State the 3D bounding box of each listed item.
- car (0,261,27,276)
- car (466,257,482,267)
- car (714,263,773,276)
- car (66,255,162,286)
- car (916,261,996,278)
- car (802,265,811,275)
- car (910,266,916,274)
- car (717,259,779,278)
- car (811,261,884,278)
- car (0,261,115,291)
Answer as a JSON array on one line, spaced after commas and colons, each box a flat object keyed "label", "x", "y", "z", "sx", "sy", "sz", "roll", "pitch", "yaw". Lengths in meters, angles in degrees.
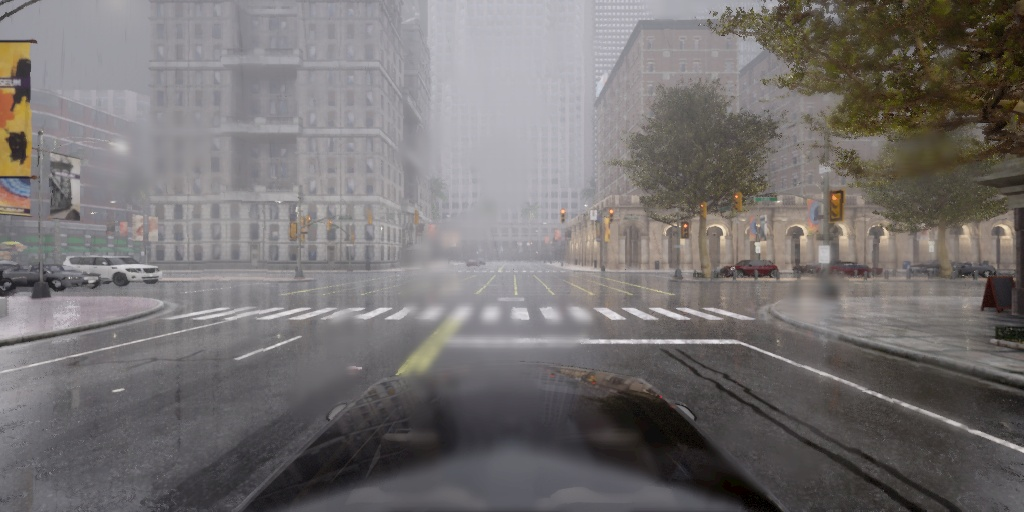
[{"label": "car", "x": -52.533, "y": 1.249, "z": 36.915, "sx": 4.892, "sy": 1.490, "sz": 1.837, "roll": 0, "pitch": 0, "yaw": 20}, {"label": "car", "x": -7.074, "y": 1.217, "z": 64.407, "sx": 1.882, "sy": 1.535, "sz": 5.008, "roll": 0, "pitch": 0, "yaw": 1}, {"label": "car", "x": 23.159, "y": 1.345, "z": 35.951, "sx": 4.718, "sy": 1.301, "sz": 1.895, "roll": 0, "pitch": 0, "yaw": 0}, {"label": "car", "x": -27.379, "y": 0.968, "z": 24.541, "sx": 5.566, "sy": 2.045, "sz": 2.150, "roll": 0, "pitch": 0, "yaw": 2}, {"label": "car", "x": 40.372, "y": 1.236, "z": 32.352, "sx": 4.902, "sy": 1.511, "sz": 2.128, "roll": 0, "pitch": 0, "yaw": 1}, {"label": "car", "x": 32.483, "y": 1.249, "z": 35.901, "sx": 4.892, "sy": 1.490, "sz": 1.837, "roll": 0, "pitch": 0, "yaw": 0}, {"label": "car", "x": 42.800, "y": 1.236, "z": 35.834, "sx": 4.902, "sy": 1.511, "sz": 2.128, "roll": 0, "pitch": 0, "yaw": 1}, {"label": "car", "x": 21.397, "y": 1.097, "z": 32.460, "sx": 4.553, "sy": 1.767, "sz": 2.097, "roll": 0, "pitch": 0, "yaw": 0}, {"label": "car", "x": 30.385, "y": 1.346, "z": 32.413, "sx": 4.718, "sy": 1.301, "sz": 1.895, "roll": 0, "pitch": 0, "yaw": 0}, {"label": "car", "x": -27.059, "y": 1.238, "z": 21.024, "sx": 4.902, "sy": 1.511, "sz": 2.128, "roll": 0, "pitch": 0, "yaw": 0}]
